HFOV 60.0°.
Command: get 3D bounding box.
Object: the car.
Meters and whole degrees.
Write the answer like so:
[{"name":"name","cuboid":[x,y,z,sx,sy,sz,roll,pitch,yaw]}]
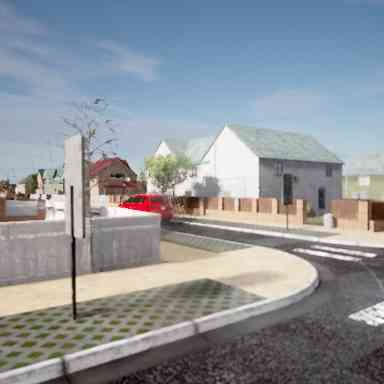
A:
[{"name":"car","cuboid":[-3.528,1.184,24.188,2.150,2.045,5.566,-1,1,-37]}]
